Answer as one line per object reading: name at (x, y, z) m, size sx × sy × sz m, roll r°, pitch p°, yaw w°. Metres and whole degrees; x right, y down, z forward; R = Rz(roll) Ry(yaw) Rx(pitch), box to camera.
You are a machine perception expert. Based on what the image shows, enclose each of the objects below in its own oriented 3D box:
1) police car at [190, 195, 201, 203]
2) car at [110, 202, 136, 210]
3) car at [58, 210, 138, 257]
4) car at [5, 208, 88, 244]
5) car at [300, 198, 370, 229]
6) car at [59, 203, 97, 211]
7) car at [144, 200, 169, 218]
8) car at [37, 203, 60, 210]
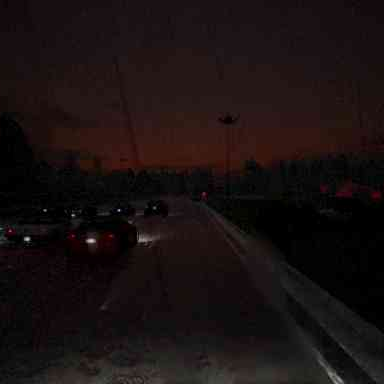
police car at (1.221, 1.879, 86.591) m, size 1.930 × 1.638 × 5.238 m, roll 0°, pitch 0°, yaw 0°
car at (-6.902, 1.740, 33.578) m, size 1.994 × 1.385 × 4.181 m, roll 0°, pitch 0°, yaw 0°
car at (-3.400, 1.634, 13.217) m, size 1.994 × 1.385 × 4.181 m, roll 0°, pitch 0°, yaw 0°
car at (-6.901, 1.686, 16.159) m, size 1.895 × 1.301 × 4.718 m, roll 0°, pitch 0°, yaw 0°
car at (8.921, 1.322, 20.687) m, size 3.866 × 1.878 × 1.905 m, roll 0°, pitch 0°, yaw 0°
car at (-10.401, 1.766, 31.372) m, size 1.895 × 1.301 × 4.718 m, roll 0°, pitch 0°, yaw 0°
car at (-3.401, 1.523, 32.644) m, size 2.097 × 1.767 × 4.553 m, roll 0°, pitch 0°, yaw 0°
car at (-13.901, 1.740, 33.514) m, size 1.994 × 1.385 × 4.181 m, roll 0°, pitch 0°, yaw 0°
